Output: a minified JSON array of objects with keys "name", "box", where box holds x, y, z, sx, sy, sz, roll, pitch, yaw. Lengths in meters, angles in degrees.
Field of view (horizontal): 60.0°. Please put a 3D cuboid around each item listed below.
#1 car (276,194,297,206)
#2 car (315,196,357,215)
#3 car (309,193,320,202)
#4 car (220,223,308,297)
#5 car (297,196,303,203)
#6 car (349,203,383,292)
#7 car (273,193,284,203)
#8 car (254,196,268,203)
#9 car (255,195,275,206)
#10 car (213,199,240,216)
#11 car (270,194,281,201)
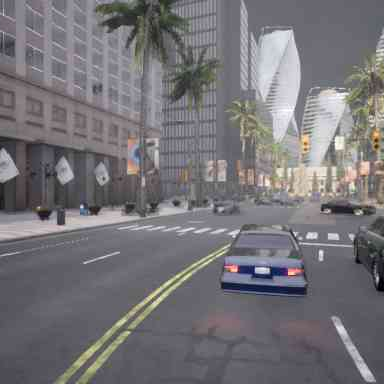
[{"name":"car","box":[15.196,1.504,53.319,1.837,1.490,4.892,0,0,22]},{"name":"car","box":[14.859,1.478,31.969,1.882,1.535,5.008,-1,1,-37]},{"name":"car","box":[27.243,1.553,74.102,1.994,1.385,4.181,0,0,22]},{"name":"car","box":[1.946,1.547,8.787,2.033,1.411,5.357,0,0,14]},{"name":"car","box":[20.836,1.540,67.404,2.033,1.411,5.357,0,0,21]},{"name":"car","box":[5.661,1.352,8.755,2.097,1.767,4.553,0,0,18]},{"name":"car","box":[16.700,1.478,66.475,1.882,1.535,5.008,0,0,22]},{"name":"car","box":[14.451,1.513,69.450,2.161,1.482,4.786,0,0,21]},{"name":"car","box":[11.708,1.564,54.021,1.994,1.385,4.181,0,0,21]},{"name":"car","box":[3.532,1.491,33.290,2.128,1.511,4.902,0,0,21]},{"name":"car","box":[22.554,1.354,89.830,2.185,1.767,4.553,0,0,21]}]
